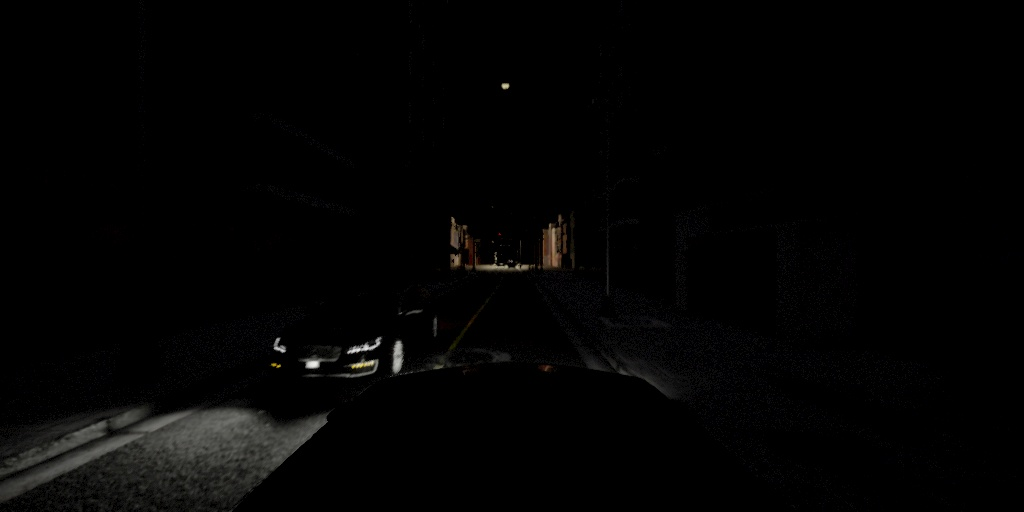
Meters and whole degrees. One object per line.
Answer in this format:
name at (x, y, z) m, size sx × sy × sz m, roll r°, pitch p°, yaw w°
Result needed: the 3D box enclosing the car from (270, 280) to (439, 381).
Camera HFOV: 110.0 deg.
car at (-2.806, 1.311, 7.522) m, size 1.837 × 1.490 × 4.892 m, roll 0°, pitch -1°, yaw 1°
